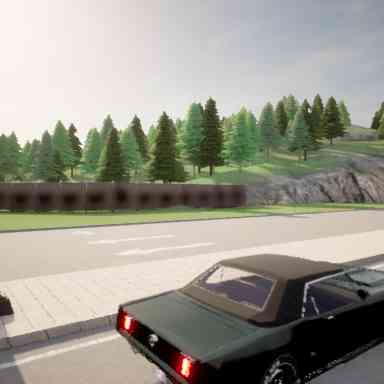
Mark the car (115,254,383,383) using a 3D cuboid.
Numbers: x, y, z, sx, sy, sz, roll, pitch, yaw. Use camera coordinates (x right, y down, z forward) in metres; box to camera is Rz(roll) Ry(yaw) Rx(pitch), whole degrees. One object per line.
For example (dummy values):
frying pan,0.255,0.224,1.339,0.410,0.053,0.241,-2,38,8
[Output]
car,1.462,1.600,4.790,4.718,1.301,1.895,0,0,-35
